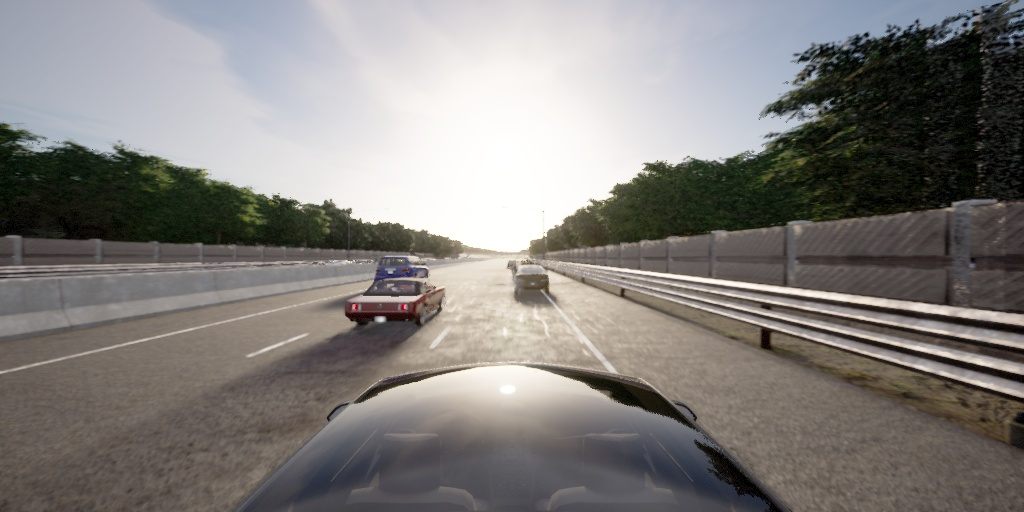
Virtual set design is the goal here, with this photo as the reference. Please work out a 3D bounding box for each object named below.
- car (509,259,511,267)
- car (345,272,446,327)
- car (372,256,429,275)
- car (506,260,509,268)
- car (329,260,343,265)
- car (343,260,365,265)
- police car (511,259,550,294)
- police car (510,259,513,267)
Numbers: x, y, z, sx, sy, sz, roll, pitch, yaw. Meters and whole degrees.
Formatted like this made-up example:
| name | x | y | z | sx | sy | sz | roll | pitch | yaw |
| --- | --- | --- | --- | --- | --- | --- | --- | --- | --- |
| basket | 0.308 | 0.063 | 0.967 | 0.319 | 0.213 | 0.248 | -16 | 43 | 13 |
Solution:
| name | x | y | z | sx | sy | sz | roll | pitch | yaw |
| --- | --- | --- | --- | --- | --- | --- | --- | --- | --- |
| car | 1.048 | 1.152 | 36.504 | 2.097 | 1.767 | 4.553 | 0 | 0 | 0 |
| car | -3.400 | 1.357 | 11.504 | 1.895 | 1.301 | 4.718 | 0 | 0 | 0 |
| car | -6.903 | 0.998 | 23.040 | 2.150 | 2.045 | 5.566 | 0 | 0 | 0 |
| car | -0.004 | 1.388 | 63.440 | 2.033 | 1.411 | 5.357 | 0 | 0 | 0 |
| car | -24.543 | 1.348 | 50.987 | 1.812 | 1.442 | 4.674 | 0 | 0 | 1 |
| car | -21.045 | 1.423 | 49.636 | 1.895 | 1.301 | 4.718 | 0 | 0 | 1 |
| police car | 1.049 | 1.197 | 20.642 | 1.930 | 1.638 | 5.238 | 0 | 0 | 0 |
| police car | 1.048 | 1.215 | 30.643 | 1.930 | 1.638 | 5.238 | 0 | 0 | 0 |
